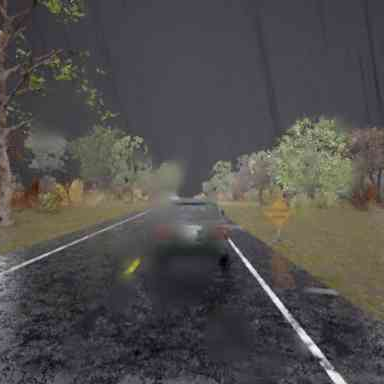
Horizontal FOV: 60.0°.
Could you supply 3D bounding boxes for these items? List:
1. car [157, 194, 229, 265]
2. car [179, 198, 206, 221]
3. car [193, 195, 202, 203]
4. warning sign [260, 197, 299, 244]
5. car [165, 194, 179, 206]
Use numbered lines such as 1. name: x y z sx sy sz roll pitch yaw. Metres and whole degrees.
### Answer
1. car: 0.036 1.236 11.880 2.150 2.045 5.566 0 0 1
2. car: 0.042 1.393 27.878 2.097 1.767 4.553 0 0 0
3. car: 1.214 1.571 78.556 2.097 1.767 4.553 0 0 0
4. warning sign: 3.543 1.131 13.591 1.300 1.860 1.060 0 0 0
5. car: -3.551 1.352 59.233 2.150 2.045 5.566 0 0 1
